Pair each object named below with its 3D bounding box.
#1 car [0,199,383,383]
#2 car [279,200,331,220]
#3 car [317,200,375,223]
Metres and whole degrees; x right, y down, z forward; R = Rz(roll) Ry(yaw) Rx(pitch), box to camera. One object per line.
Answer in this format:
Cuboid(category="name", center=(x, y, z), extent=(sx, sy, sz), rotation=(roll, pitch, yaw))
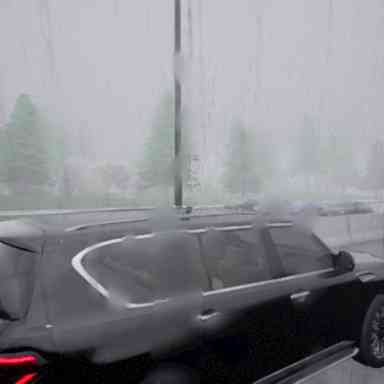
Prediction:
Cuboid(category="car", center=(0.382, 1.215, 4.055), extent=(5.566, 2.045, 2.150), rotation=(-1, 0, -35))
Cuboid(category="car", center=(9.555, 1.435, 28.017), extent=(4.674, 1.442, 1.812), rotation=(0, 0, -36))
Cuboid(category="car", center=(11.820, 1.412, 25.341), extent=(4.892, 1.490, 1.837), rotation=(0, 0, -36))
